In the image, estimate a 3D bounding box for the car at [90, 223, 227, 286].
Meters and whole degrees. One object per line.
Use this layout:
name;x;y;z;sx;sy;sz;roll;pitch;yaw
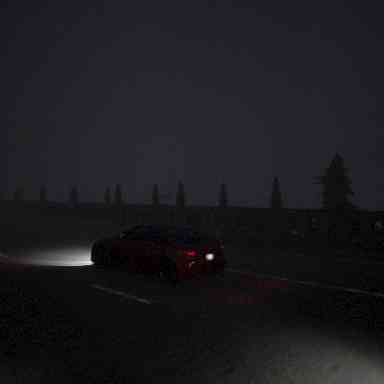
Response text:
car;-1.081;1.594;9.595;4.181;1.385;1.994;0;0;40
